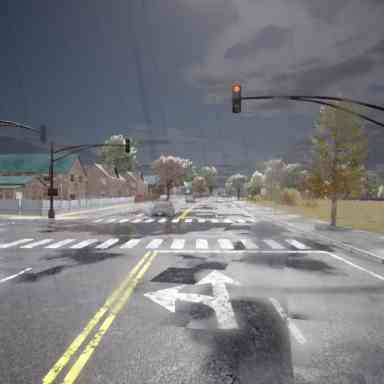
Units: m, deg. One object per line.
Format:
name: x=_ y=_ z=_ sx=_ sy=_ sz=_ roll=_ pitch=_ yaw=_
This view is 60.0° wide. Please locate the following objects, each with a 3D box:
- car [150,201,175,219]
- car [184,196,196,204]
car: x=-2.580 y=1.595 z=29.943 sx=1.837 sy=1.490 sz=4.892 roll=0 pitch=0 yaw=2
car: x=-0.331 y=1.653 z=67.933 sx=1.812 sy=1.442 sz=4.674 roll=0 pitch=0 yaw=5
